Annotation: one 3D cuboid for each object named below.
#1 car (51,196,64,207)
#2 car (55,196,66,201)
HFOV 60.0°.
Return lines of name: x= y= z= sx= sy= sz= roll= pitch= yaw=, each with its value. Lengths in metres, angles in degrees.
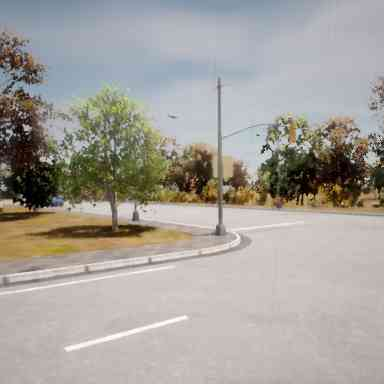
car: x=-21.003 y=1.463 z=50.635 sx=1.882 sy=1.535 sz=5.008 roll=-1 pitch=0 yaw=-39
car: x=-34.207 y=1.669 z=86.462 sx=1.895 sy=1.301 sz=4.718 roll=-1 pitch=0 yaw=-31
